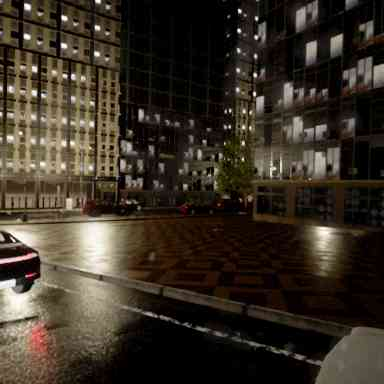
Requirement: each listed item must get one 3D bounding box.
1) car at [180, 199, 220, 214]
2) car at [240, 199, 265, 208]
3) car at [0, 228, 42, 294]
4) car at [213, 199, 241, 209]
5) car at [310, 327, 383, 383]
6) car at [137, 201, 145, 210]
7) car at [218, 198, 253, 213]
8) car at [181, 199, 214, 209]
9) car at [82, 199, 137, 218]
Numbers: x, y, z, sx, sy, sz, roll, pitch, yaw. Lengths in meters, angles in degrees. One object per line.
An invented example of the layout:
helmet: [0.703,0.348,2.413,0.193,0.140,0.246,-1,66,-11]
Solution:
car: [0.718,1.964,40.421,4.507,1.381,1.887,1,1,-34]
car: [10.314,1.933,56.523,4.206,1.307,1.802,1,1,-34]
car: [-5.372,1.488,7.524,4.902,1.511,2.128,0,0,36]
car: [5.634,1.870,53.324,4.313,1.339,1.947,1,1,-34]
car: [2.968,1.602,1.568,4.718,1.301,1.895,0,0,36]
car: [-8.407,1.718,43.728,4.403,1.369,2.008,1,1,-34]
car: [5.403,1.780,43.615,5.009,1.841,2.192,1,1,-34]
car: [0.814,1.782,50.028,4.829,1.417,1.752,1,1,-34]
car: [-8.637,1.643,34.020,5.009,1.841,2.192,1,1,-34]
